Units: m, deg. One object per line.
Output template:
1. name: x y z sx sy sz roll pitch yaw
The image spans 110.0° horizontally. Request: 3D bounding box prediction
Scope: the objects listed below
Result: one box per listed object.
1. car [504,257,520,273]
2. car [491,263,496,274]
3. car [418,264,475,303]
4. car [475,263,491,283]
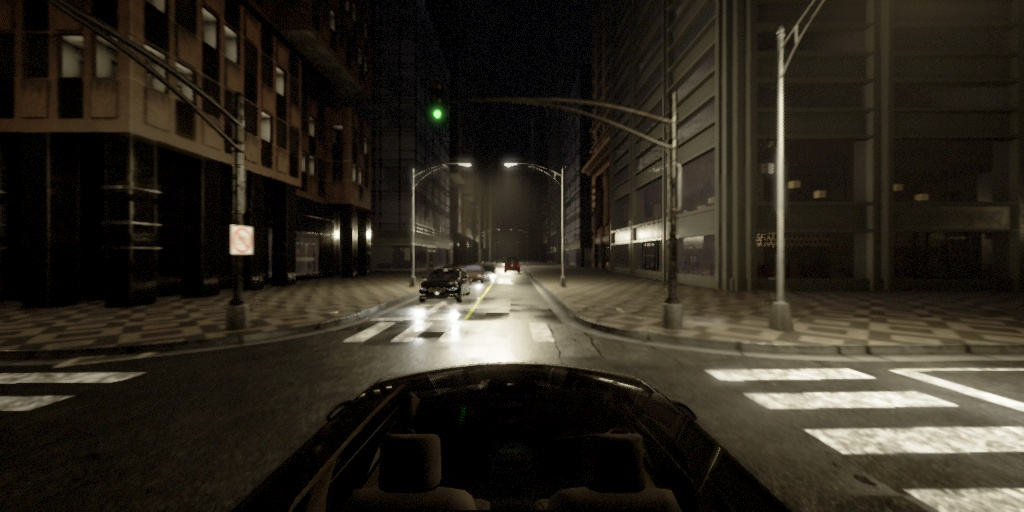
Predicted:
1. car: 0.034 1.261 47.216 2.097 1.767 4.553 0 0 0
2. car: -3.032 1.499 44.662 1.895 1.301 4.718 0 0 0
3. car: -3.081 1.306 17.187 1.837 1.490 4.892 0 0 0
4. car: -3.076 1.389 29.216 2.033 1.411 5.357 0 0 0
